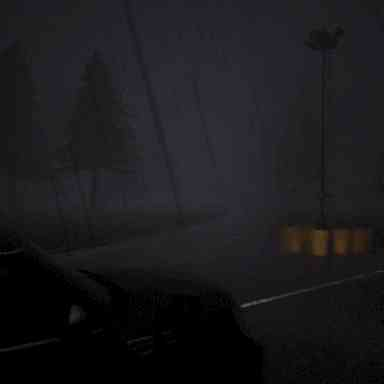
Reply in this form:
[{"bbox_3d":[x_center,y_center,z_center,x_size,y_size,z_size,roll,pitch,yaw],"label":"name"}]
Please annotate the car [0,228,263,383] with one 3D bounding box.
[{"bbox_3d":[-1.980,1.217,2.336,5.566,2.045,2.150,1,0,-35],"label":"car"}]
